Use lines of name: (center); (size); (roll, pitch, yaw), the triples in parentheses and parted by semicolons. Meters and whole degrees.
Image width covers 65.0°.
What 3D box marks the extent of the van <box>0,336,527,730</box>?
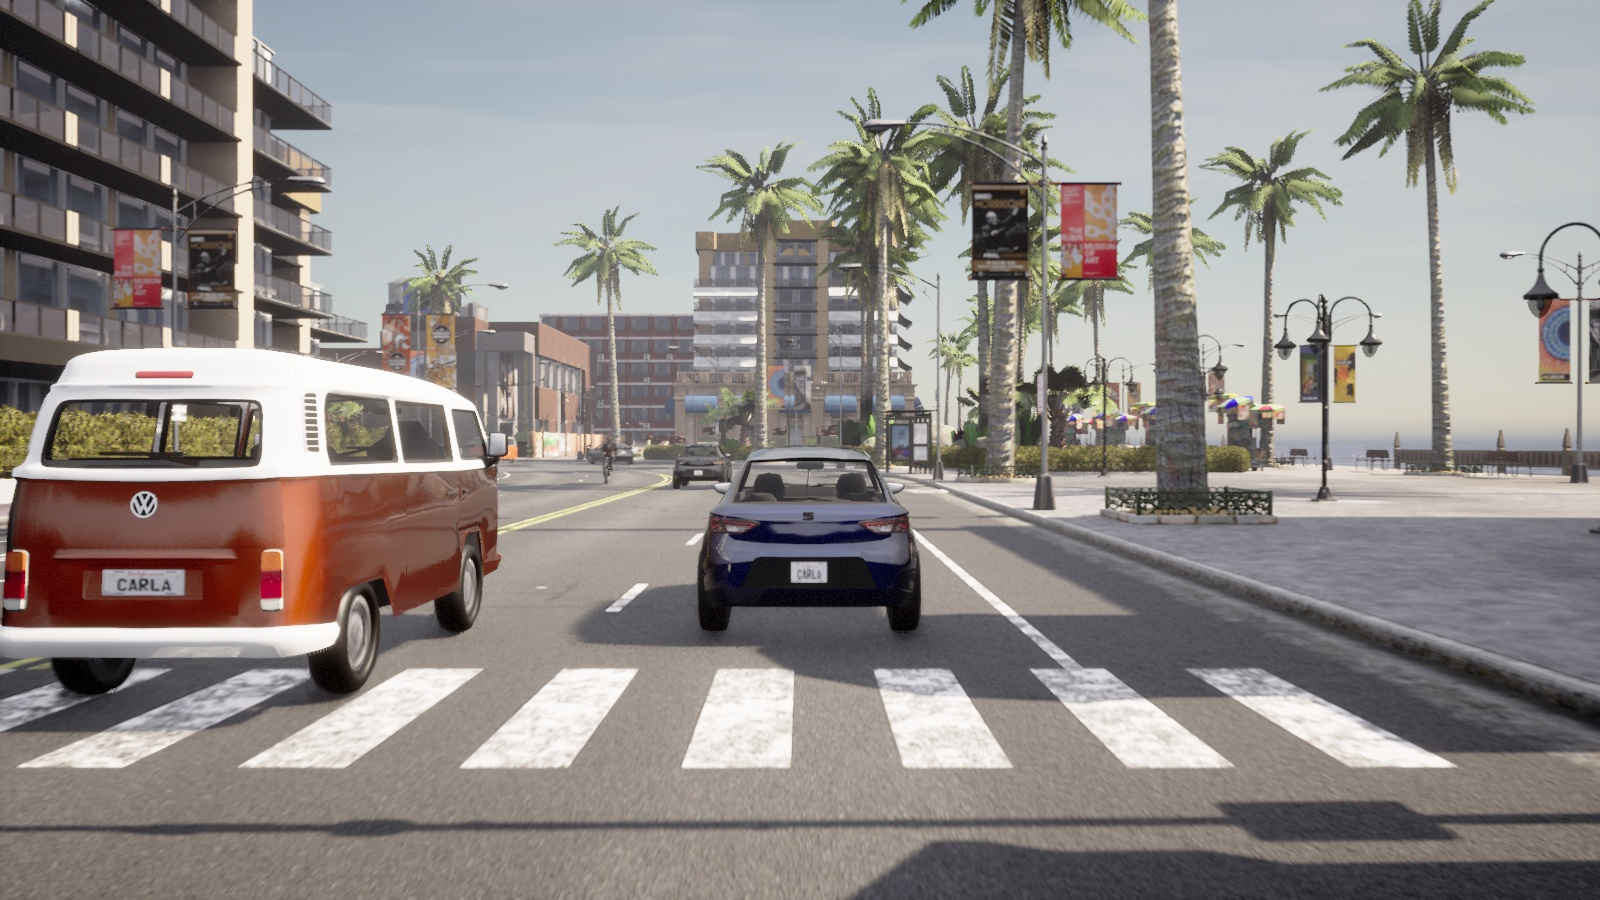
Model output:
van: (-3.435, 0.418, 8.753); (2.069, 2.038, 4.480); (0, 0, 0)

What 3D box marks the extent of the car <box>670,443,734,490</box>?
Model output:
car: (-3.254, 0.519, 42.330); (1.816, 1.474, 4.193); (0, 0, 0)

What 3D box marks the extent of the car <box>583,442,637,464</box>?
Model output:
car: (-13.245, 0.189, 87.547); (2.007, 1.525, 4.514); (0, 0, -33)

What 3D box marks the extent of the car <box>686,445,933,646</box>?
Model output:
car: (0.080, 0.696, 11.358); (1.816, 1.474, 4.193); (0, 0, 0)

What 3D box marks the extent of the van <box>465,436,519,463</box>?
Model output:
van: (-22.908, -0.045, 93.278); (4.442, 1.987, 1.775); (0, 0, 44)
